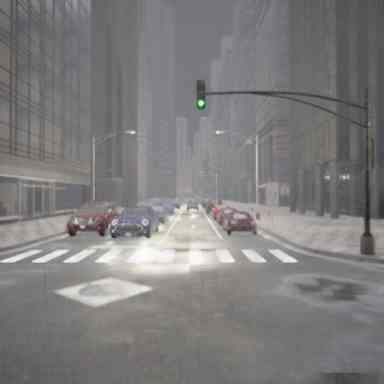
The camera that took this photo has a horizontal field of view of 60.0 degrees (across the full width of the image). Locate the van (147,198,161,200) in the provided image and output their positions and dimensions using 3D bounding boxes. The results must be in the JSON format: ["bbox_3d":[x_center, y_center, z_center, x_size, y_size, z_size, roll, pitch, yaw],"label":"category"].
[{"bbox_3d":[-5.668,1.856,48.001,1.690,1.788,3.998,0,-1,0],"label":"van"}]

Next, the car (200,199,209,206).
[{"bbox_3d":[2.912,2.384,76.090,1.947,1.339,4.313,0,-1,0],"label":"car"}]

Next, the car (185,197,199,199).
[{"bbox_3d":[0.119,2.154,60.562,1.837,1.490,4.892,0,-1,0],"label":"car"}]

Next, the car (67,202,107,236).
[{"bbox_3d":[-5.723,1.528,19.909,2.192,1.841,5.009,0,-1,0],"label":"car"}]

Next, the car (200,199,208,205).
[{"bbox_3d":[2.923,2.463,81.708,1.802,1.307,4.206,0,-1,0],"label":"car"}]

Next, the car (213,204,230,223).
[{"bbox_3d":[2.813,1.851,25.528,1.802,1.307,4.206,0,-1,0],"label":"car"}]

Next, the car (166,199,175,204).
[{"bbox_3d":[-5.591,2.492,87.328,1.887,1.381,4.507,0,-1,0],"label":"car"}]

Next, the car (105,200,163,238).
[{"bbox_3d":[-3.117,1.553,18.854,2.097,1.767,4.553,0,-1,2],"label":"car"}]

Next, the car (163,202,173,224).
[{"bbox_3d":[-3.042,1.850,28.391,2.033,1.411,5.357,0,-1,0],"label":"car"}]

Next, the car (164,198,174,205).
[{"bbox_3d":[-5.602,2.325,81.711,1.967,1.590,4.097,0,-1,0],"label":"car"}]

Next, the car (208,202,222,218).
[{"bbox_3d":[2.824,1.874,31.146,1.887,1.381,4.507,0,-1,0],"label":"car"}]

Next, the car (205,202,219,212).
[{"bbox_3d":[2.857,2.092,48.000,1.802,1.307,4.206,0,-1,0],"label":"car"}]

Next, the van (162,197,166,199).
[{"bbox_3d":[-5.657,1.917,53.619,1.690,1.788,3.998,0,-1,0],"label":"van"}]

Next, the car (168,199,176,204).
[{"bbox_3d":[-5.580,2.575,92.946,1.947,1.339,4.313,0,-1,0],"label":"car"}]

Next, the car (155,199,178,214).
[{"bbox_3d":[-3.017,1.893,38.950,1.882,1.535,5.008,0,0,0],"label":"car"}]

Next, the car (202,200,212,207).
[{"bbox_3d":[2.890,2.239,64.854,1.887,1.381,4.507,0,-1,0],"label":"car"}]

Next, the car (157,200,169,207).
[{"bbox_3d":[-5.635,2.264,64.854,1.947,1.339,4.313,0,-1,0],"label":"car"}]

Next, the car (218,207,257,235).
[{"bbox_3d":[2.802,1.791,19.909,1.802,1.307,4.206,0,-1,0],"label":"car"}]

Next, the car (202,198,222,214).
[{"bbox_3d":[2.846,1.765,42.385,2.192,1.841,5.009,0,-1,0],"label":"car"}]

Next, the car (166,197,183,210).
[{"bbox_3d":[-2.893,2.110,54.748,1.882,1.535,5.008,0,-1,0],"label":"car"}]

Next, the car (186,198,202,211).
[{"bbox_3d":[0.098,2.083,50.148,2.033,1.411,5.357,0,-1,0],"label":"car"}]

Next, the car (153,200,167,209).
[{"bbox_3d":[-5.646,2.188,59.236,2.008,1.369,4.403,0,-1,0],"label":"car"}]
